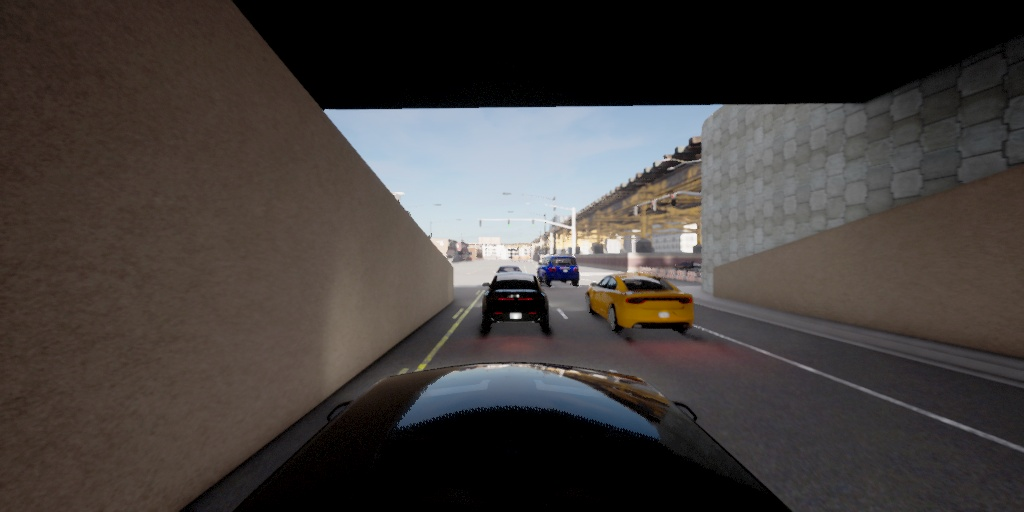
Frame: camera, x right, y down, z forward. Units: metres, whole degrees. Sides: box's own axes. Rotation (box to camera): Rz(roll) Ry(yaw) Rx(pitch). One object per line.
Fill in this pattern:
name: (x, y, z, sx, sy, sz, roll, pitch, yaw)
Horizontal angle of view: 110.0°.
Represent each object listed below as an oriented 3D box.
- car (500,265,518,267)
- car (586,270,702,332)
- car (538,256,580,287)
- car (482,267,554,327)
car: (-0.223, 1.344, 24.290, 2.033, 1.411, 5.357, 0, 0, -4)
car: (3.596, 1.247, 10.956, 1.882, 1.535, 5.008, 0, 0, 0)
car: (3.164, 1.022, 25.476, 2.150, 2.045, 5.566, 0, 0, -5)
car: (0.096, 1.275, 11.533, 1.837, 1.490, 4.892, 0, 0, 0)
